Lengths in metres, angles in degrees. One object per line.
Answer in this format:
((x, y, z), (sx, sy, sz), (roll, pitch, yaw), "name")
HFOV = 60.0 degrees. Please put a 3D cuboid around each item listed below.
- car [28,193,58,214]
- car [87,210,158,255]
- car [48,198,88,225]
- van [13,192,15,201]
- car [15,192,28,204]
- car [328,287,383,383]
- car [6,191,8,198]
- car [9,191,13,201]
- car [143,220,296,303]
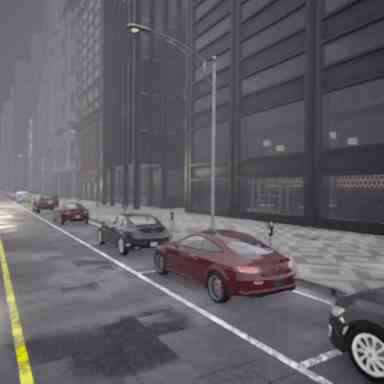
((-14.076, 1.046, 32.094), (2.192, 1.841, 5.009), (0, 0, -31), "car")
((-2.371, 1.470, 12.829), (2.008, 1.369, 4.403), (0, 0, -31), "car")
((-8.224, 1.369, 22.462), (1.887, 1.381, 4.507), (0, 0, -31), "car")
((-28.711, 0.852, 56.176), (1.690, 1.788, 3.998), (0, 0, -31), "van")
((-25.873, 1.077, 51.506), (1.752, 1.417, 4.829), (0, 0, -31), "car")
((3.483, 1.568, 3.196), (2.008, 1.369, 4.403), (0, 0, -31), "car")
((-40.419, 0.891, 75.444), (2.008, 1.369, 4.403), (0, 0, -31), "car")
((-34.565, 0.865, 65.810), (1.967, 1.590, 4.097), (0, 0, -31), "car")
((0.556, 1.549, 8.013), (1.802, 1.307, 4.206), (0, 0, -31), "car")
